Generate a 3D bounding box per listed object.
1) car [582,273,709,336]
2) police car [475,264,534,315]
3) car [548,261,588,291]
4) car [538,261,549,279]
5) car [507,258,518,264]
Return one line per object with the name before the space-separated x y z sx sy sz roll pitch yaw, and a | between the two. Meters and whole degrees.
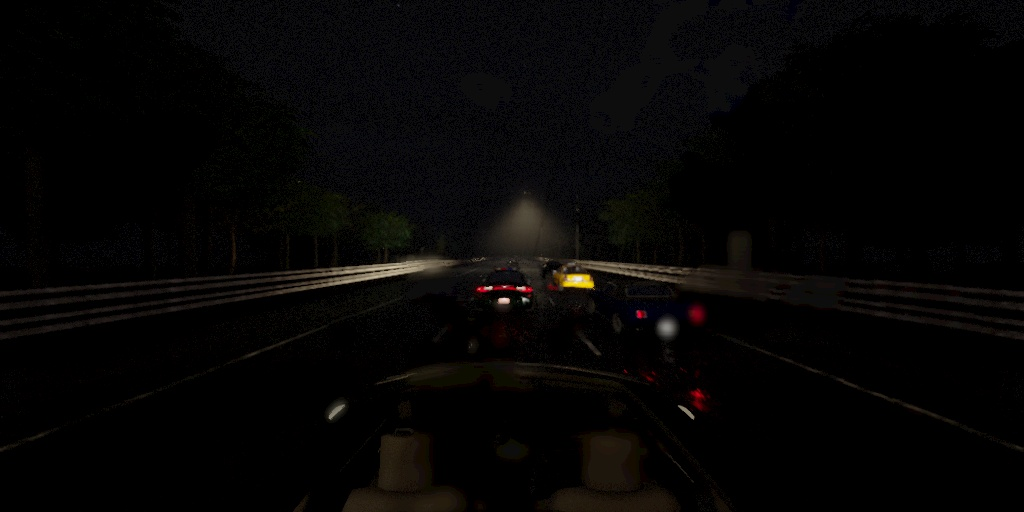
car | 3.501 1.339 10.323 1.895 1.301 4.718 0 0 0
police car | -0.195 1.236 13.684 2.038 1.542 4.974 0 0 1
car | 3.502 1.179 21.483 1.801 1.575 5.366 0 0 0
car | 3.503 1.211 32.293 1.837 1.490 4.892 0 0 0
car | 0.070 1.157 61.695 2.128 1.511 4.902 0 0 0
